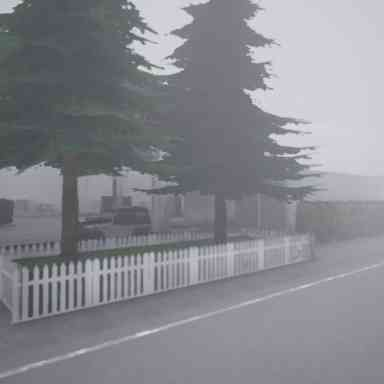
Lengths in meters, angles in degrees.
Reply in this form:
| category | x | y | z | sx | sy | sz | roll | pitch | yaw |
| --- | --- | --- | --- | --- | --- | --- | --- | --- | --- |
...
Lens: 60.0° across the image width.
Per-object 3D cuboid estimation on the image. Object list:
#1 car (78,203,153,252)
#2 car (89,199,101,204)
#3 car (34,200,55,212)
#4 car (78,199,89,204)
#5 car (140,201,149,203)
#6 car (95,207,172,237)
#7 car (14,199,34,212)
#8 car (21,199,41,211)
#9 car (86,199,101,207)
| category | x | y | z | sx | sy | sz | roll | pitch | yaw |
| --- | --- | --- | --- | --- | --- | --- | --- | --- | --- |
| car | -3.578 | 1.609 | 15.244 | 3.866 | 1.878 | 1.905 | 1 | -1 | -40 |
| car | -17.616 | 2.551 | 64.433 | 2.007 | 1.523 | 4.514 | 1 | -1 | -40 |
| car | -22.209 | 2.326 | 50.525 | 1.970 | 1.475 | 3.806 | 1 | -1 | -40 |
| car | -26.501 | 2.635 | 80.577 | 1.905 | 1.878 | 3.866 | 1 | -1 | -40 |
| car | -9.901 | 2.716 | 70.782 | 1.845 | 1.501 | 3.633 | 1 | -1 | -40 |
| car | -3.858 | 1.918 | 22.366 | 4.611 | 1.667 | 2.242 | 1 | -1 | -40 |
| car | -25.156 | 2.003 | 48.878 | 1.905 | 1.878 | 3.866 | 1 | -1 | -40 |
| car | -27.654 | 2.181 | 57.029 | 1.932 | 1.855 | 4.605 | 1 | -1 | -40 |
| car | -24.529 | 2.703 | 82.749 | 1.932 | 1.855 | 4.605 | 1 | -1 | -40 |
